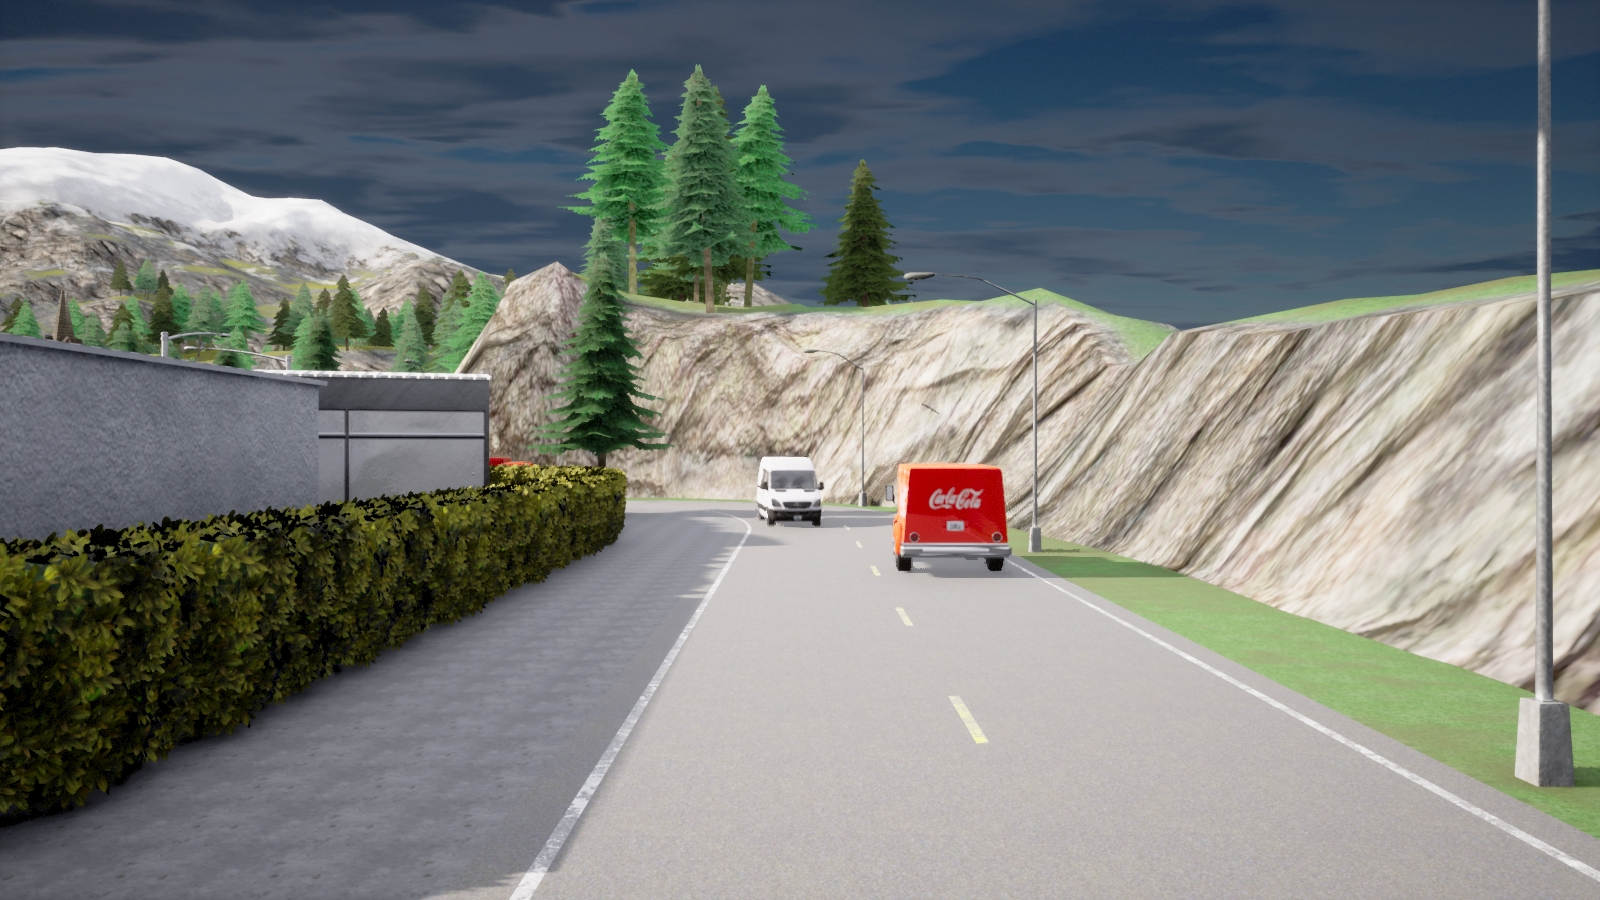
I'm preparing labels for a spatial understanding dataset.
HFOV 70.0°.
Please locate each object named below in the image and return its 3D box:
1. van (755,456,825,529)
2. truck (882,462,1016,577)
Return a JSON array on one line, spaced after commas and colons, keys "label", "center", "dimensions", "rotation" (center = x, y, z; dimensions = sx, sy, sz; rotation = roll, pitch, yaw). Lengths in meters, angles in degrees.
[{"label": "van", "center": [-0.452, 1.532, 43.538], "dimensions": [1.988, 2.561, 5.915], "rotation": [0, 0, -7]}, {"label": "truck", "center": [3.478, 1.565, 27.801], "dimensions": [2.627, 2.467, 5.204], "rotation": [0, 0, 1]}]
